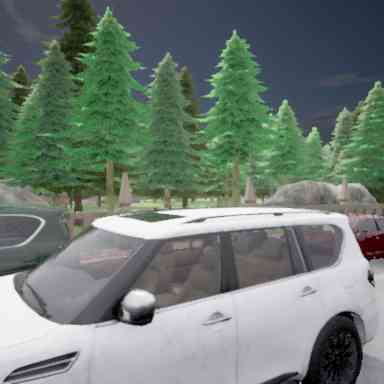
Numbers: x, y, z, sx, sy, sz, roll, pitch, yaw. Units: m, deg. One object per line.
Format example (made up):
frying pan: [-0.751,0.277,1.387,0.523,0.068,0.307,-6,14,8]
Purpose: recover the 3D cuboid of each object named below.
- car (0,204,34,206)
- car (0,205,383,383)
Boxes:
car: [-4.499,1.226,4.920,5.566,2.045,2.150,0,0,-34]
car: [-0.282,1.224,3.569,5.566,2.045,2.150,0,0,-33]
